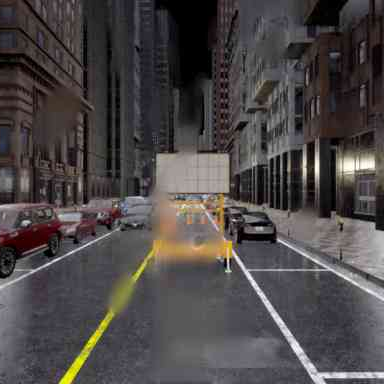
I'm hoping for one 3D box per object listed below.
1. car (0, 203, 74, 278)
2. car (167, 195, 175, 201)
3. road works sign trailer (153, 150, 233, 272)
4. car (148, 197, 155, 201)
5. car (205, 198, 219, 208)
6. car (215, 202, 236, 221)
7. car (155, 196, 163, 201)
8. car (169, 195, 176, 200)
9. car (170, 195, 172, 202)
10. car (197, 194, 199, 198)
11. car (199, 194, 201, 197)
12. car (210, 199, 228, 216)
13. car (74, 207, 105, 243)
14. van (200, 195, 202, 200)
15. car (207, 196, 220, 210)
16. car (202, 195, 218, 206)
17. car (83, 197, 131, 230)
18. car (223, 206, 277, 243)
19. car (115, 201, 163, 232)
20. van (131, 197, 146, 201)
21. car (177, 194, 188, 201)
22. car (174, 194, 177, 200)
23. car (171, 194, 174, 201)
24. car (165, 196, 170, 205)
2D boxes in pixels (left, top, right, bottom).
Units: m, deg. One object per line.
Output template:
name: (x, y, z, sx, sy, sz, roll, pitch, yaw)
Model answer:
car: (-5.735, 1.316, 10.275, 2.192, 1.841, 5.009, 0, 0, 0)
car: (-5.542, 1.581, 88.528, 1.752, 1.417, 4.829, 0, 0, 0)
road works sign trailer: (0.025, 0.465, 10.726, 2.380, 3.560, 2.880, 0, 0, 0)
car: (-5.667, 1.538, 38.113, 1.752, 1.417, 4.829, 0, 0, 0)
car: (2.886, 1.602, 49.481, 1.802, 1.307, 4.206, 0, 0, 0)
car: (2.817, 1.570, 21.470, 1.947, 1.339, 4.313, 0, 0, 0)
car: (-5.639, 1.461, 49.487, 1.967, 1.590, 4.097, 0, 0, 0)
car: (-5.527, 1.606, 94.300, 1.887, 1.381, 4.507, 0, 0, 0)
car: (-5.597, 1.616, 66.291, 1.802, 1.307, 4.206, 0, 0, 0)
car: (2.998, 1.606, 94.297, 1.887, 1.381, 4.507, 0, 0, 0)
car: (2.942, 1.621, 71.889, 1.802, 1.307, 4.206, 0, 0, 0)
car: (2.831, 1.557, 27.072, 2.008, 1.369, 4.403, 0, 0, 0)
car: (-5.722, 1.584, 15.876, 1.802, 1.307, 4.206, 0, 0, 0)
van: (2.915, 1.370, 60.685, 1.690, 1.788, 3.998, 0, 0, 0)
car: (2.845, 1.449, 32.675, 1.967, 1.590, 4.097, 0, 0, 0)
car: (2.873, 1.331, 43.878, 2.192, 1.841, 5.009, 0, 0, 0)
car: (-5.707, 1.319, 21.479, 2.192, 1.841, 5.009, 0, 0, 0)
car: (2.803, 1.568, 15.868, 1.947, 1.339, 4.313, 0, 0, 0)
car: (-3.052, 1.508, 20.233, 1.837, 1.490, 4.892, 0, 0, 0)
van: (-5.680, 1.350, 32.681, 1.690, 1.788, 3.998, 0, 0, 0)
car: (-2.777, 1.535, 90.059, 1.882, 1.535, 5.008, 0, 0, 0)
car: (-5.555, 1.601, 83.097, 2.008, 1.369, 4.403, 0, 0, 0)
car: (-5.583, 1.605, 71.894, 1.947, 1.339, 4.313, 0, 0, 0)
car: (-5.611, 1.470, 60.691, 1.967, 1.590, 4.097, 0, 0, 0)
